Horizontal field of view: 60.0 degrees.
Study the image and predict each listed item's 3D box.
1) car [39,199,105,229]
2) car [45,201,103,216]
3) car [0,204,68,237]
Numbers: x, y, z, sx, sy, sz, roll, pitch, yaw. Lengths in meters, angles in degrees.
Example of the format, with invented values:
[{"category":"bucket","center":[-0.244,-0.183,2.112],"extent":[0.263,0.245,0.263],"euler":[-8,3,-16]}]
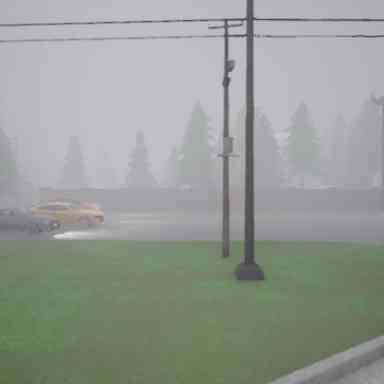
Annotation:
[{"category":"car","center":[-7.973,1.401,20.577],"extent":[5.008,1.535,1.882],"euler":[0,0,1]},{"category":"car","center":[-10.969,1.487,31.113],"extent":[4.718,1.301,1.895],"euler":[0,0,1]},{"category":"car","center":[-8.987,1.496,17.089],"extent":[4.181,1.385,1.994],"euler":[0,0,1]}]
